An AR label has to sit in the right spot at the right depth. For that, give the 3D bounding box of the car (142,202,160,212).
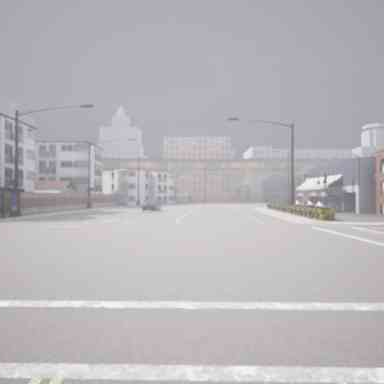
[{"bbox_3d":[-5.623,2.028,46.027,1.895,1.301,4.718,0,-1,3],"label":"car"}]
